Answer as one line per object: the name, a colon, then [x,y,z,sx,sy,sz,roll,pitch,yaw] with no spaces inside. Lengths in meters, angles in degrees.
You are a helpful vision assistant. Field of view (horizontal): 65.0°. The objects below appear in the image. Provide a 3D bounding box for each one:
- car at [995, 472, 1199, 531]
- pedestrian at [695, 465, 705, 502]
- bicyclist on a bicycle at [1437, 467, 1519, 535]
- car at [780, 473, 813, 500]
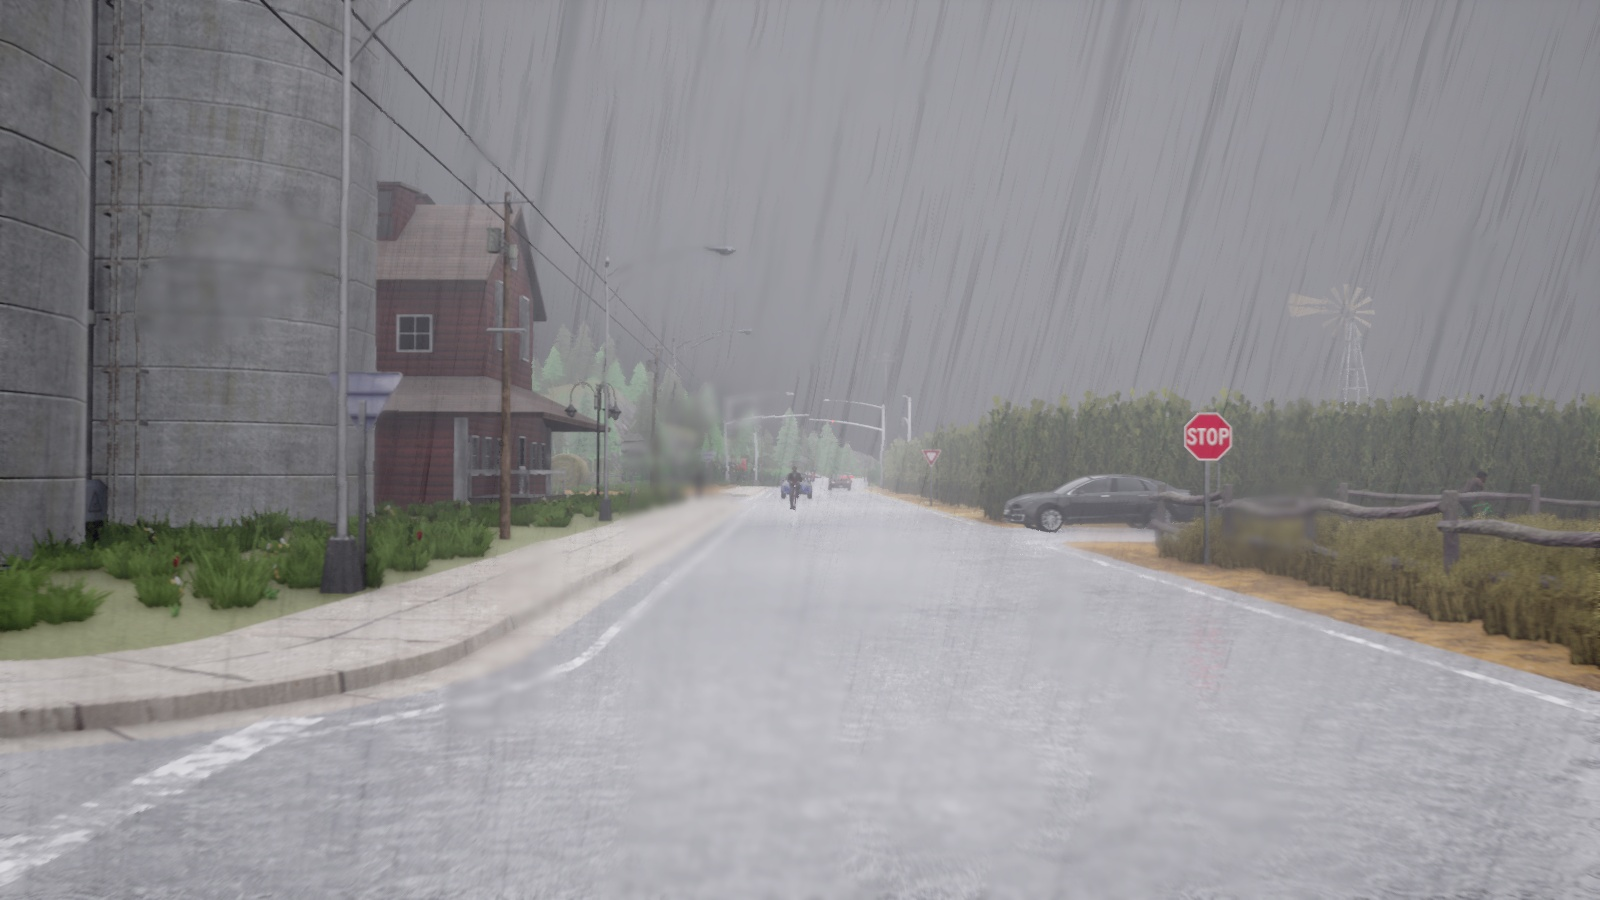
car: [7.757,1.345,33.079,4.892,1.490,1.837,0,-1,-3]
pedestrian: [-4.935,1.653,62.152,0.376,1.854,0.720,0,-1,6]
bicyclist on a bicycle: [16.187,1.207,30.007,1.656,1.620,0.582,0,-1,-2]
car: [-0.172,2.030,71.443,1.816,1.474,4.193,0,-1,0]
